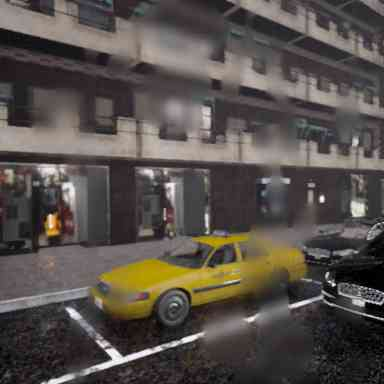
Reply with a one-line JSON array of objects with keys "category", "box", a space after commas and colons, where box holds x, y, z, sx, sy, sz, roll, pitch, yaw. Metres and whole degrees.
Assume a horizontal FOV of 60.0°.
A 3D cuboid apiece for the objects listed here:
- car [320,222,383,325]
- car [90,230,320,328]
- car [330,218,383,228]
[{"category": "car", "box": [4.595, 1.490, 6.654, 4.892, 1.490, 1.837, 0, 0, -36]}, {"category": "car", "box": [0.404, 1.518, 6.953, 4.829, 1.417, 1.752, 0, -1, -36]}, {"category": "car", "box": [5.194, 1.532, 10.308, 4.403, 1.369, 2.008, 0, -1, -36]}]
